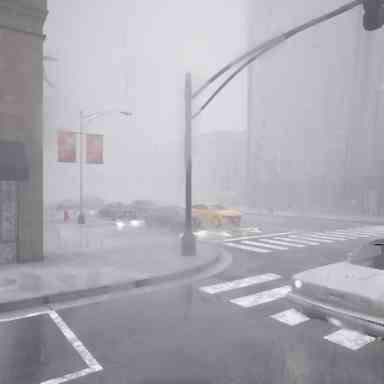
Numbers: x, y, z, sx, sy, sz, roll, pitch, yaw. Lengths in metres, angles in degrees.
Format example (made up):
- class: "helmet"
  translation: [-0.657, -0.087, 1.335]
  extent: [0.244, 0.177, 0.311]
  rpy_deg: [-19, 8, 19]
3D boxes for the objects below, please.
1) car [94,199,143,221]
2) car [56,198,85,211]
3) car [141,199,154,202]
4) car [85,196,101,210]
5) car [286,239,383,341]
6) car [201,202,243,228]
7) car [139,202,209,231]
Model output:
- class: "car"
  translation: [-6.131, 1.529, 27.253]
  extent: [1.994, 1.385, 4.181]
  rpy_deg: [0, 0, -37]
- class: "car"
  translation: [-14.385, 1.470, 38.743]
  extent: [1.812, 1.442, 4.674]
  rpy_deg: [0, 0, -36]
- class: "car"
  translation: [-4.252, 1.464, 30.215]
  extent: [1.837, 1.490, 4.892]
  rpy_deg: [0, 0, -36]
- class: "car"
  translation: [-12.131, 1.293, 41.173]
  extent: [2.097, 1.767, 4.553]
  rpy_deg: [0, 0, -36]
- class: "car"
  translation: [3.914, 1.603, 6.159]
  extent: [4.718, 1.301, 1.895]
  rpy_deg: [0, 0, -35]
- class: "car"
  translation: [1.298, 1.451, 22.518]
  extent: [1.882, 1.535, 5.008]
  rpy_deg: [0, 0, -35]
- class: "car"
  translation: [-1.210, 1.542, 20.437]
  extent: [1.994, 1.385, 4.181]
  rpy_deg: [0, 0, -36]
